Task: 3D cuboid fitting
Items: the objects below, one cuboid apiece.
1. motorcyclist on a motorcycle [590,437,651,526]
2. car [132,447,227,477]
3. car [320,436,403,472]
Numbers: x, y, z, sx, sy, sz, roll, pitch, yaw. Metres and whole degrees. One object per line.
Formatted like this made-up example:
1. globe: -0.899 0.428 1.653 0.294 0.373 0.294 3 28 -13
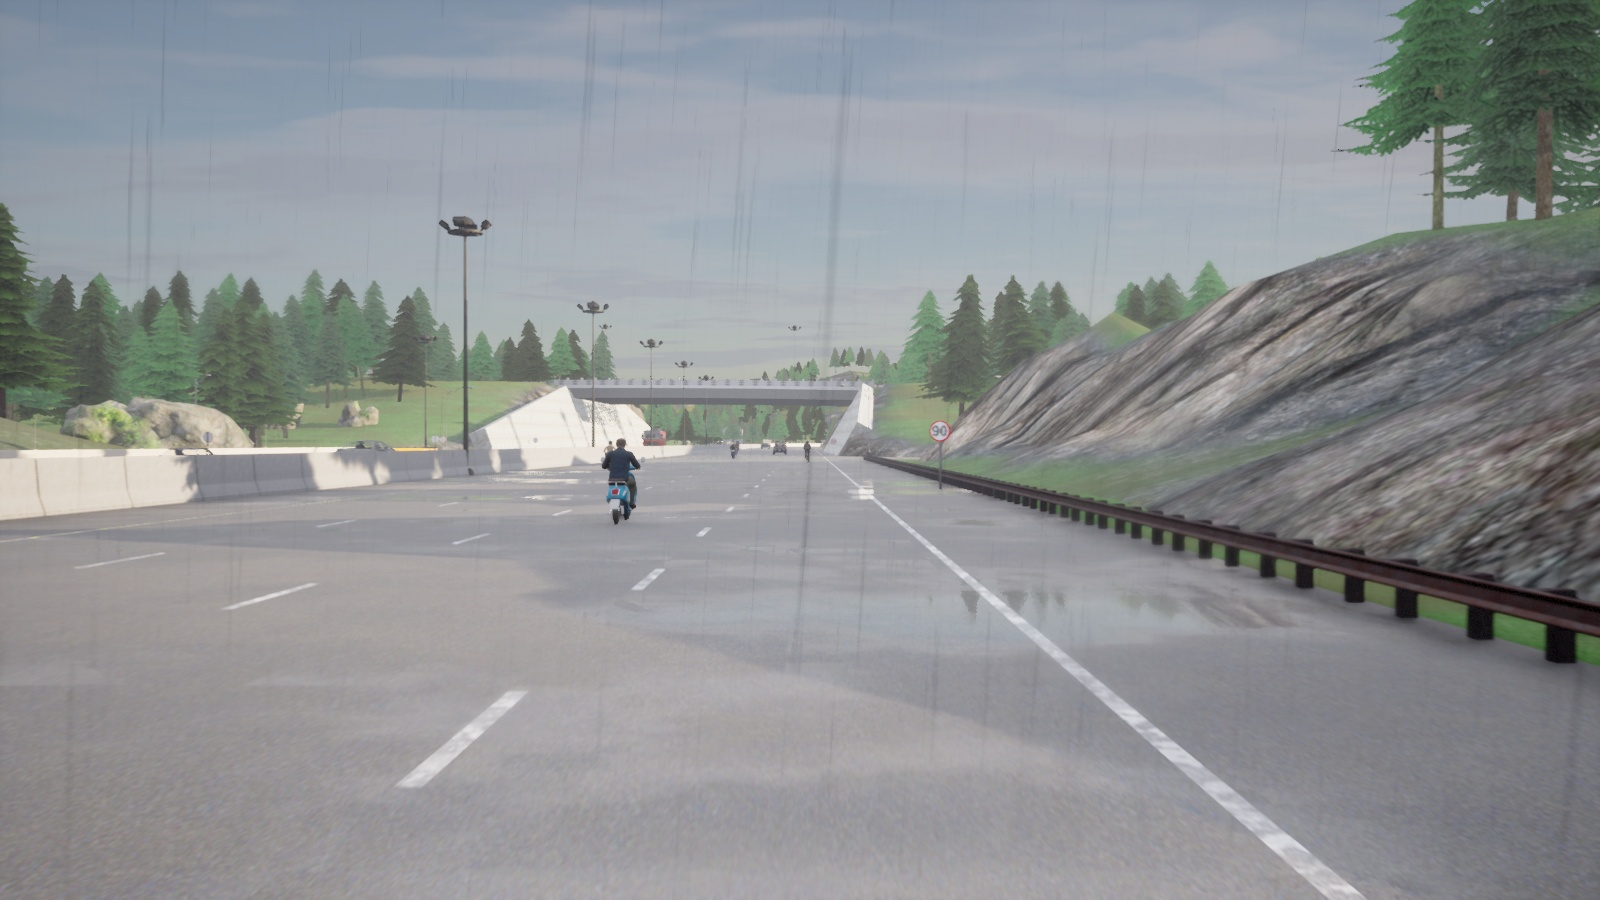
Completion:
1. motorcyclist on a motorcycle: -3.351 0.564 23.560 0.866 1.590 1.817 0 0 0
2. car: -27.666 0.508 56.158 1.895 1.301 4.718 0 0 0
3. car: -20.648 0.174 59.321 2.152 1.651 5.027 0 0 0
